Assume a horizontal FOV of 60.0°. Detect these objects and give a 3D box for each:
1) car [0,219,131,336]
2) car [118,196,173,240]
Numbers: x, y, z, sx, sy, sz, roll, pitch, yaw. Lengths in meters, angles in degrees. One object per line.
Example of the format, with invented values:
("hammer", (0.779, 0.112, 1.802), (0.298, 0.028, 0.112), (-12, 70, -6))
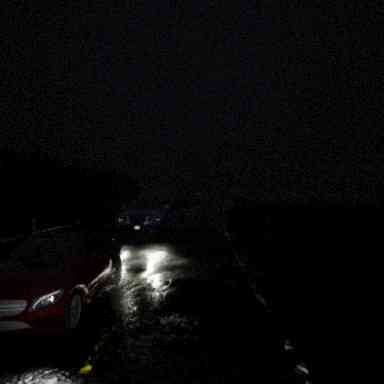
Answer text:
("car", (-2.727, 1.541, 6.920), (1.812, 1.442, 4.674), (0, 0, 2))
("car", (-2.319, 1.260, 17.660), (2.150, 2.045, 5.566), (0, 0, 3))
